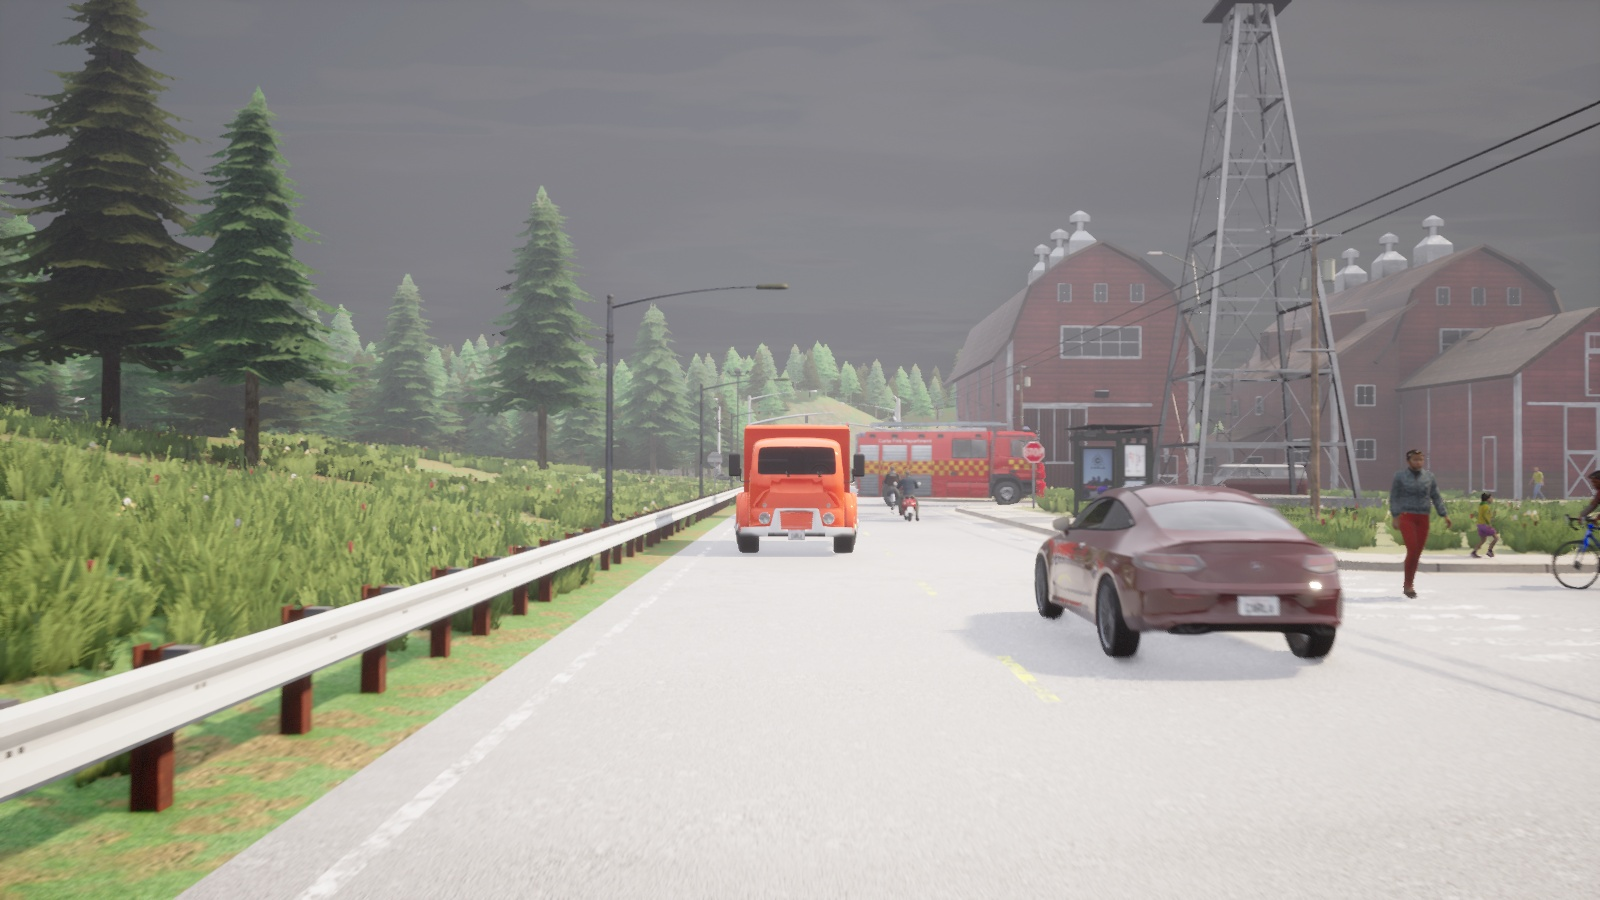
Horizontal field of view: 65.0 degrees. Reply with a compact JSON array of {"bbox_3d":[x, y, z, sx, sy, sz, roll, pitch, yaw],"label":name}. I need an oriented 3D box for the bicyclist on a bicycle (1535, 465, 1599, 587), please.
[{"bbox_3d":[10.997,1.009,17.069,1.656,1.620,0.582,-1,-1,-2],"label":"bicyclist on a bicycle"}]

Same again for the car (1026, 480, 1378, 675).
[{"bbox_3d":[3.471,1.025,11.879,1.812,1.442,4.674,0,-1,0],"label":"car"}]

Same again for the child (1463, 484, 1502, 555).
[{"bbox_3d":[11.339,1.154,20.880,0.473,1.160,0.299,0,-1,1],"label":"child"}]

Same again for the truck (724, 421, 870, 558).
[{"bbox_3d":[-0.063,0.748,25.262,2.627,2.467,5.204,0,-1,0],"label":"truck"}]

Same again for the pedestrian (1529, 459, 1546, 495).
[{"bbox_3d":[38.426,1.411,65.431,0.706,1.836,0.354,0,-1,-7],"label":"pedestrian"}]

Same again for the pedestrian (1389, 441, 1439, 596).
[{"bbox_3d":[7.481,0.827,15.320,0.353,1.847,0.614,0,-1,7],"label":"pedestrian"}]

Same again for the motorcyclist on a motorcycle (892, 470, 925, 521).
[{"bbox_3d":[3.405,1.418,39.606,0.866,1.590,1.817,0,-1,0],"label":"motorcyclist on a motorcycle"}]

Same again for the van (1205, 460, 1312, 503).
[{"bbox_3d":[21.879,1.485,60.057,4.442,1.987,1.775,0,-1,-1],"label":"van"}]

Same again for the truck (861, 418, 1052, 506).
[{"bbox_3d":[7.206,0.582,57.407,8.468,3.827,2.891,0,-1,12],"label":"truck"}]
